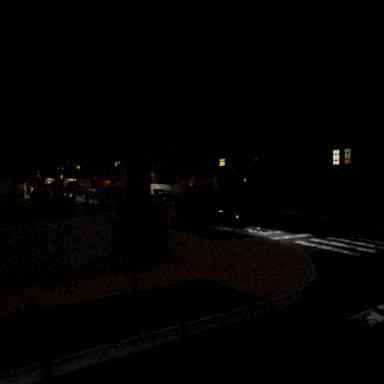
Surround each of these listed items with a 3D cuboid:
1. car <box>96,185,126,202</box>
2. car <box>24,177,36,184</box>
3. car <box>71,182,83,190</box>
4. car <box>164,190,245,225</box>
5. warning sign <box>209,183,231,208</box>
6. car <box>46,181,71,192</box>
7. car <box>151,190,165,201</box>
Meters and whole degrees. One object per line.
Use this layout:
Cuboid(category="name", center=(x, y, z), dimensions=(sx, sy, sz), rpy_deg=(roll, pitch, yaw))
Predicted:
Cuboid(category="car", center=(-6.745, 0.200, 28.840), dimensions=(1.882, 1.535, 5.008), rpy_deg=(0, 3, -35))
Cuboid(category="car", center=(-39.728, -2.895, 81.574), dimensions=(2.097, 1.767, 4.553), rpy_deg=(-3, 4, -35))
Cuboid(category="car", center=(-17.452, -0.806, 48.899), dimensions=(1.812, 1.442, 4.674), rpy_deg=(0, 3, -35))
Cuboid(category="car", center=(0.802, 0.829, 18.256), dimensions=(2.128, 1.511, 4.902), rpy_deg=(0, 3, -35))
Cuboid(category="warning sign", center=(2.151, 0.243, 25.536), dimensions=(1.300, 1.860, 1.060), rpy_deg=(-3, 2, -35))
Cuboid(category="car", center=(-18.915, -0.784, 46.062), dimensions=(2.128, 1.511, 4.902), rpy_deg=(0, 2, -35))
Cuboid(category="car", center=(-3.047, 0.445, 28.754), dimensions=(1.895, 1.301, 4.718), rpy_deg=(0, 2, -36))
